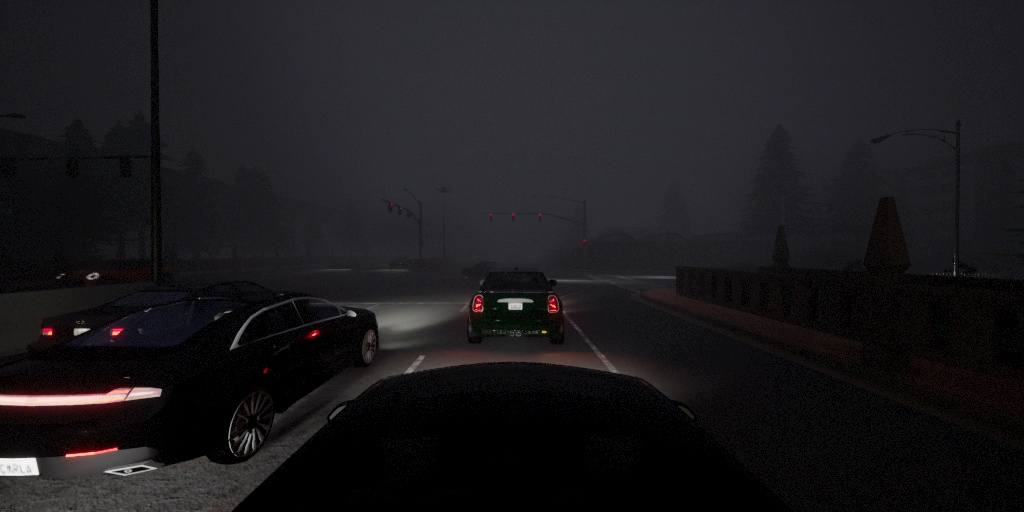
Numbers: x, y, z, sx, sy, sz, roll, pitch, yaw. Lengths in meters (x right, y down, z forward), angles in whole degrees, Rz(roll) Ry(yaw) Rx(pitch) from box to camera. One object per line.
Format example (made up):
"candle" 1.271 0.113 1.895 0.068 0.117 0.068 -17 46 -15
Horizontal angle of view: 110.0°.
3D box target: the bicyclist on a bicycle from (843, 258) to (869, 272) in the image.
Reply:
"bicyclist on a bicycle" 17.868 0.911 18.630 0.582 1.620 1.656 0 1 -14

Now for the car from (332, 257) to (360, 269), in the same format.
"car" -21.098 0.874 45.799 1.812 1.442 4.674 0 1 0

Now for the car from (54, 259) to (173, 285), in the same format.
"car" -21.100 0.955 19.260 2.097 1.767 4.553 0 1 0

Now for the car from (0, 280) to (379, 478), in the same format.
"car" -3.437 1.224 4.908 2.128 1.511 4.902 0 1 0

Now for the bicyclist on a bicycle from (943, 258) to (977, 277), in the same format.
"bicyclist on a bicycle" 22.202 0.919 17.779 0.582 1.620 1.656 0 0 -35

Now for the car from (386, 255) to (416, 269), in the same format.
"car" -14.100 0.829 45.509 1.882 1.535 5.008 0 1 0

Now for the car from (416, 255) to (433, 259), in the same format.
"car" -14.077 0.816 59.529 1.895 1.301 4.718 0 1 0

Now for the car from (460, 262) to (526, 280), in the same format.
"car" -1.458 1.122 27.809 4.718 1.301 1.895 0 1 17

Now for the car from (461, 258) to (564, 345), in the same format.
"car" 0.142 1.048 9.570 2.097 1.767 4.553 0 1 2

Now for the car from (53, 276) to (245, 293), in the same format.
"car" -6.921 1.251 8.294 2.033 1.411 5.357 0 1 0

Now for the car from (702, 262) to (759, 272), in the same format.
"car" 18.066 1.108 29.328 4.718 1.301 1.895 0 1 2
